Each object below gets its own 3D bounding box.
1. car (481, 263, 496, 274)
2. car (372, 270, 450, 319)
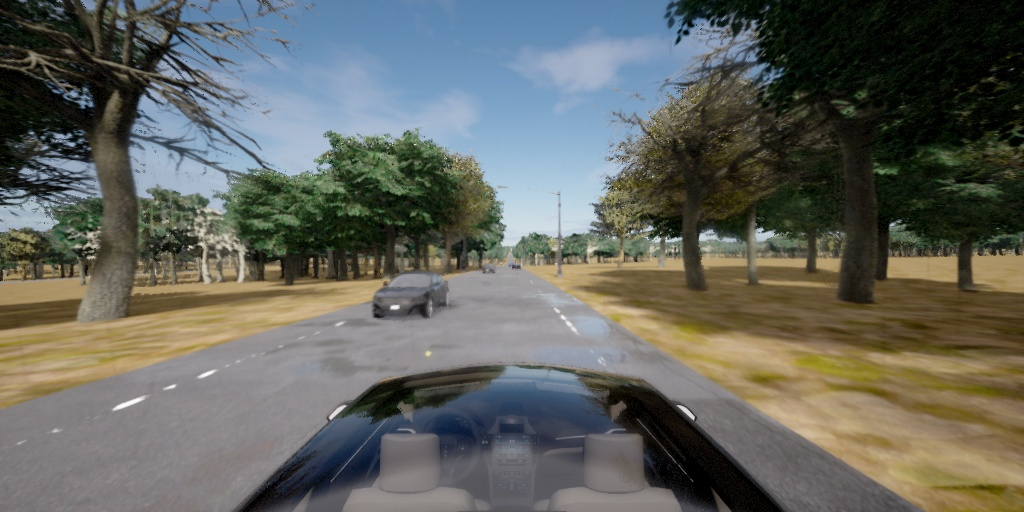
[{"bbox_3d":[-3.581,1.913,55.125,1.837,1.490,4.892,0,-1,0],"label":"car"},{"bbox_3d":[-3.606,1.330,13.552,1.882,1.535,5.008,0,-1,0],"label":"car"}]
